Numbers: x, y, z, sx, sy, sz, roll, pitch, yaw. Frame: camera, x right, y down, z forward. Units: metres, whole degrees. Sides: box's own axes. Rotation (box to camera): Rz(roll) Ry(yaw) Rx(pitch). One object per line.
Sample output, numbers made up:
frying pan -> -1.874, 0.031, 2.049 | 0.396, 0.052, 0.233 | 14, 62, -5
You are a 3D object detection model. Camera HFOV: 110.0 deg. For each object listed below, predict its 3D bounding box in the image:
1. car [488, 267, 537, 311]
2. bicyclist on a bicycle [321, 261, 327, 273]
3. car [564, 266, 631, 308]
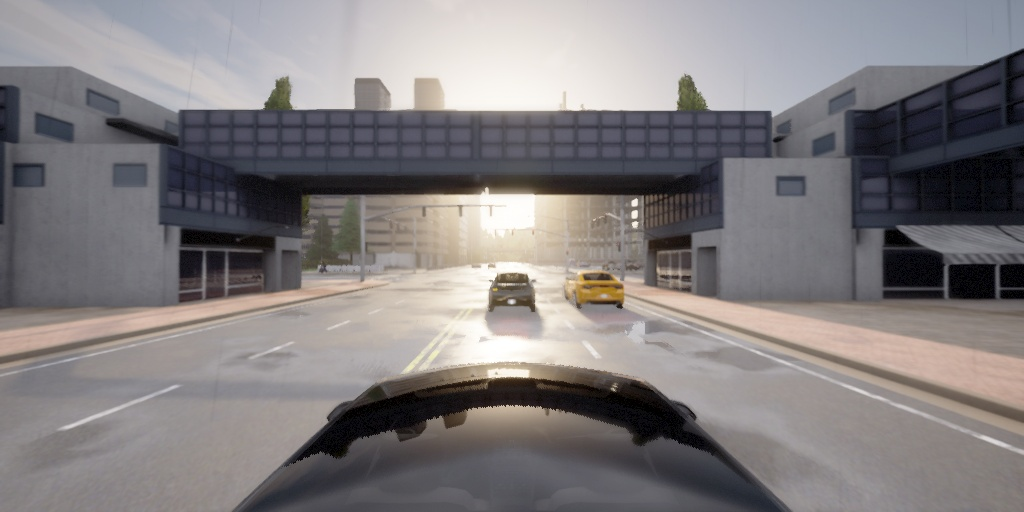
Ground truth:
car -> 0.018, 1.405, 15.341 | 1.837, 1.490, 4.892 | 0, 0, 0
bicyclist on a bicycle -> -26.019, 1.569, 49.580 | 0.582, 1.620, 1.656 | 0, 0, 0
car -> 3.526, 1.383, 16.075 | 1.882, 1.535, 5.008 | 0, 0, 1
